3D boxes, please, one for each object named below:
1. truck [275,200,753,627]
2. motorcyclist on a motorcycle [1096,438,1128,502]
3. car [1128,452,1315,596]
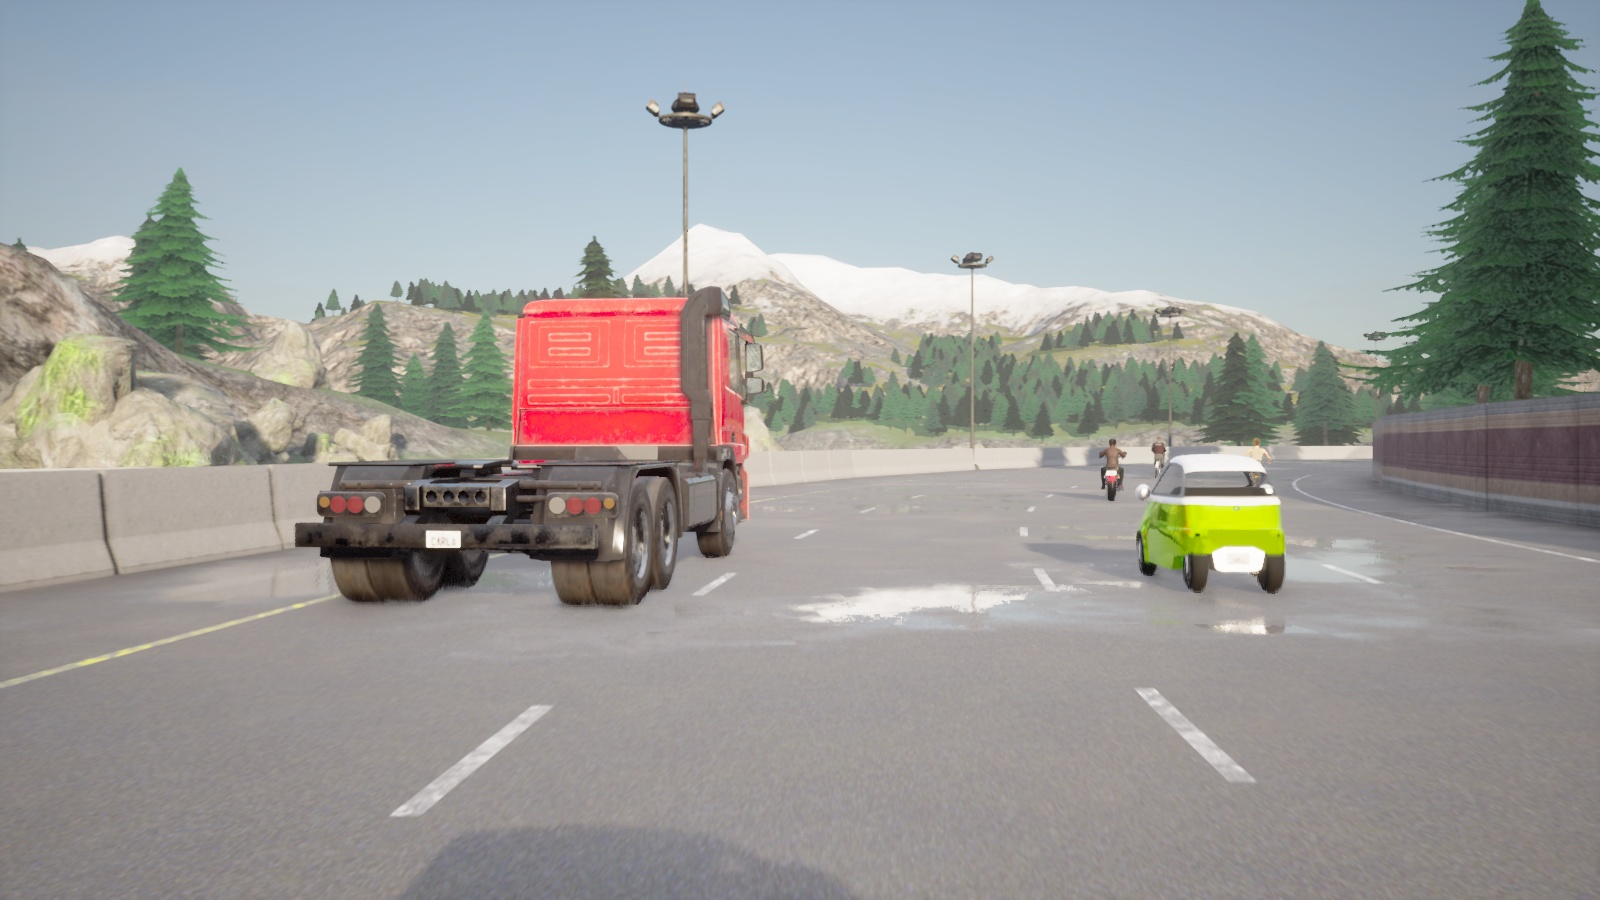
[{"bbox_3d":[-2.527,-0.319,14.271,2.891,3.462,7.936,0,0,6],"label":"truck"},{"bbox_3d":[8.359,0.517,33.616,0.766,1.649,2.350,1,0,15],"label":"motorcyclist on a motorcycle"},{"bbox_3d":[4.435,0.730,13.485,1.481,1.376,2.207,0,1,7],"label":"car"}]
